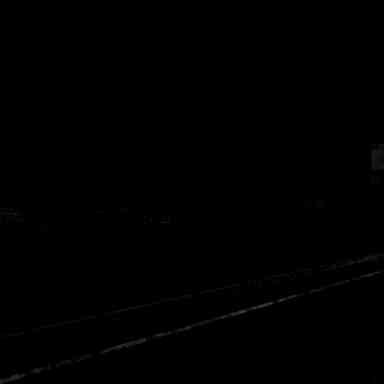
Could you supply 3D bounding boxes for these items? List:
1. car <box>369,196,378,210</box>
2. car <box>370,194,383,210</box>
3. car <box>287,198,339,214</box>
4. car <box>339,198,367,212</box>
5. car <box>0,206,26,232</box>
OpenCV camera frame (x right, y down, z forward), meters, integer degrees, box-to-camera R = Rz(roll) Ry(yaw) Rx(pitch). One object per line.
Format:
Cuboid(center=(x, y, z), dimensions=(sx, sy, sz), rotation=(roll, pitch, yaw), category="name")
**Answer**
Cuboid(center=(19.281, 1.510, 40.255), dimensions=(2.002, 1.452, 4.674), rotation=(0, 0, -35), category="car")
Cuboid(center=(23.835, 1.381, 43.461), dimensions=(2.185, 1.767, 4.553), rotation=(1, 0, -36), category="car")
Cuboid(center=(12.480, 1.439, 35.401), dimensions=(2.097, 1.535, 5.008), rotation=(0, 0, -35), category="car")
Cuboid(center=(17.010, 1.456, 38.640), dimensions=(2.097, 1.535, 5.008), rotation=(0, 0, -35), category="car")
Cuboid(center=(-10.724, 1.491, 18.880), dimensions=(2.002, 1.452, 4.674), rotation=(0, 0, -35), category="car")
